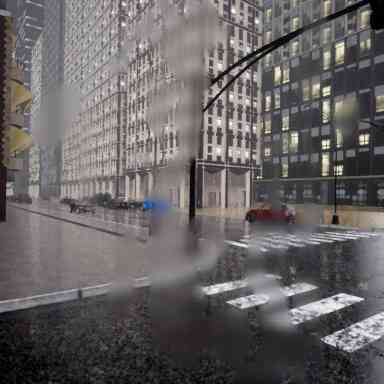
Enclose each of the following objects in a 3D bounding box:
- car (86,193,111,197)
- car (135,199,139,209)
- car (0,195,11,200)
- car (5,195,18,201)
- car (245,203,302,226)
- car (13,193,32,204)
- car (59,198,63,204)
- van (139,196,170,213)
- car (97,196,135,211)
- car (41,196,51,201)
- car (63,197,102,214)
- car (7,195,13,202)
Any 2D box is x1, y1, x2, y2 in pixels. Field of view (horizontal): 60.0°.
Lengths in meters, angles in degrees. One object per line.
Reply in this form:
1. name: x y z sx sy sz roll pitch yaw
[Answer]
1. car: -14.489 1.255 53.140 2.150 2.045 5.566 1 -1 -35
2. car: -7.342 1.584 42.347 2.008 1.369 4.403 1 -1 -35
3. car: -46.783 1.366 83.413 1.752 1.417 4.829 1 -1 -35
4. car: -40.337 1.378 74.339 2.008 1.369 4.403 1 -1 -35
5. car: 5.743 1.505 23.926 1.967 1.590 4.097 1 -1 -35
6. car: -30.523 1.155 60.525 2.192 1.841 5.009 1 -1 -35
7. car: -21.829 1.523 58.259 1.994 1.385 4.181 1 -1 -35
8. van: -4.068 1.382 37.743 1.690 1.788 3.998 1 -1 -35
9. car: -9.476 1.531 40.893 2.033 1.411 5.357 1 -1 -35
10. car: -36.778 1.571 83.795 1.802 1.307 4.206 1 -1 -35
11. car: -10.903 1.427 32.890 2.008 1.369 4.403 1 -1 -35
12. car: -37.068 1.397 69.733 1.947 1.339 4.313 1 -1 -35
